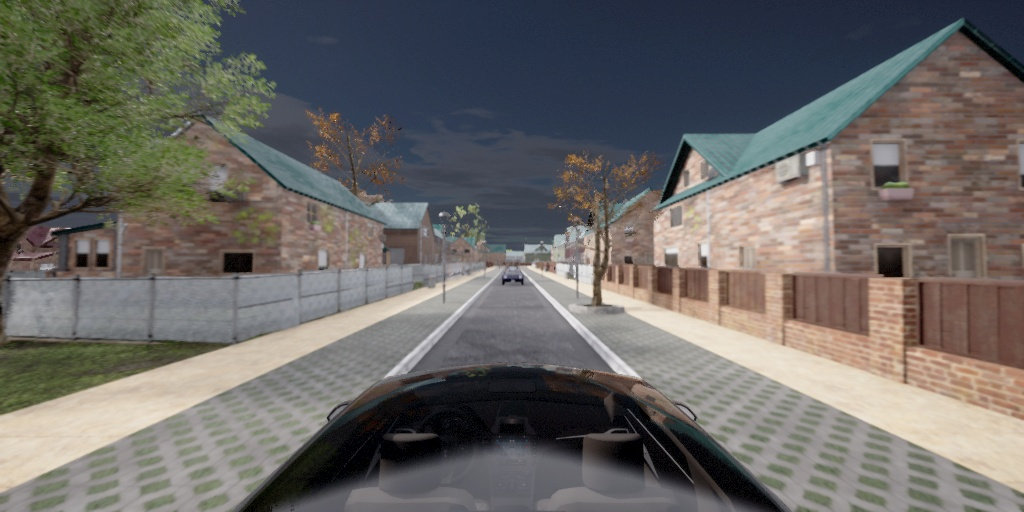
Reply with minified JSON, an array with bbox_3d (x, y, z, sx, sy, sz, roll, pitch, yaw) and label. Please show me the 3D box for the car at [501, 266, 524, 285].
[{"bbox_3d":[0.084,1.752,30.959,1.895,1.301,4.718,0,-1,0],"label":"car"}]
